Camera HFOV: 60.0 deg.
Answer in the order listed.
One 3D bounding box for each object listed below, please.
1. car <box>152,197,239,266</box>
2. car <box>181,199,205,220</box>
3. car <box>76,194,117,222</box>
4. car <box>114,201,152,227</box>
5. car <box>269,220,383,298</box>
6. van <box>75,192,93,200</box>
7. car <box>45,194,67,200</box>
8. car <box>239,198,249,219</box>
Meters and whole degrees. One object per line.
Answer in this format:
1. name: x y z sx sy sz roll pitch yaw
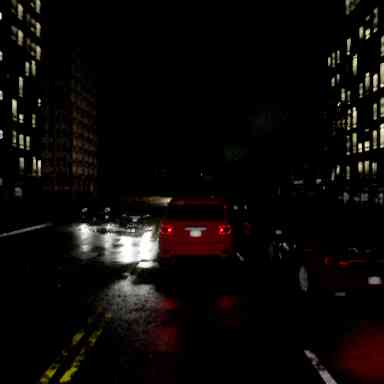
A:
1. car: 0.100 1.171 11.473 2.150 2.045 5.566 0 0 0
2. car: 0.091 1.372 27.851 1.837 1.490 4.892 0 0 0
3. car: -6.602 1.235 24.755 2.097 1.767 4.553 0 0 0
4. car: -3.351 1.391 21.943 2.128 1.511 4.902 0 0 0
5. car: 3.330 1.440 8.527 1.882 1.535 5.008 0 0 0
6. van: -22.656 0.833 69.189 3.998 1.788 1.690 0 1 1
7. car: -28.195 1.011 69.237 4.507 1.381 1.887 0 1 1
8. car: 3.341 1.222 27.502 2.097 1.767 4.553 0 0 0
